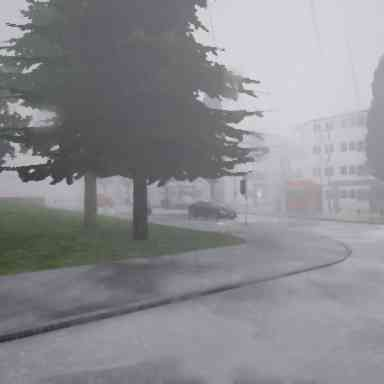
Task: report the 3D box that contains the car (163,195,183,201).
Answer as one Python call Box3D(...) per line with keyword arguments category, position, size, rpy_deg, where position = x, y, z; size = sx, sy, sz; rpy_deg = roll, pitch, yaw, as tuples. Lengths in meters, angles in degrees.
Box3D(category="car", position=(-4.878, 1.532, 83.409), size=(4.974, 1.542, 2.038), rpy_deg=(0, 0, -6))

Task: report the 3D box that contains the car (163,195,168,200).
Box3D(category="car", position=(-4.930, 1.374, 83.403), size=(4.536, 1.218, 1.853), rpy_deg=(0, 0, -6))

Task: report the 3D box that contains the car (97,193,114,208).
Box3D(category="car", position=(-13.005, 1.170, 47.259), size=(2.150, 2.045, 5.566), rpy_deg=(0, 0, -35))

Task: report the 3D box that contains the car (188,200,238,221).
Box3D(category="car", position=(1.586, 1.451, 26.702), size=(1.837, 1.490, 4.892), rpy_deg=(0, 0, -36))

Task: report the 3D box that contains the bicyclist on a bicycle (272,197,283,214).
Box3D(category="bicyclist on a bicycle", position=(8.191, 1.269, 31.902), size=(1.656, 1.620, 0.582), rpy_deg=(-1, 0, -36))

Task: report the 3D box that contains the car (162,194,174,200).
Box3D(category="car", position=(-6.224, 1.287, 85.884), size=(1.845, 1.501, 3.633), rpy_deg=(0, 0, -24))
